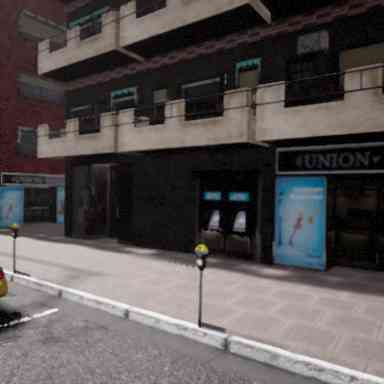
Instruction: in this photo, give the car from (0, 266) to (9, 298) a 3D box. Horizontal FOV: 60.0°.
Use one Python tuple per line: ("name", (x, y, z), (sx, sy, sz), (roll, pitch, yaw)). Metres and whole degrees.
("car", (-5.658, 1.490, 6.898), (4.829, 1.417, 1.752), (0, 1, 36))
